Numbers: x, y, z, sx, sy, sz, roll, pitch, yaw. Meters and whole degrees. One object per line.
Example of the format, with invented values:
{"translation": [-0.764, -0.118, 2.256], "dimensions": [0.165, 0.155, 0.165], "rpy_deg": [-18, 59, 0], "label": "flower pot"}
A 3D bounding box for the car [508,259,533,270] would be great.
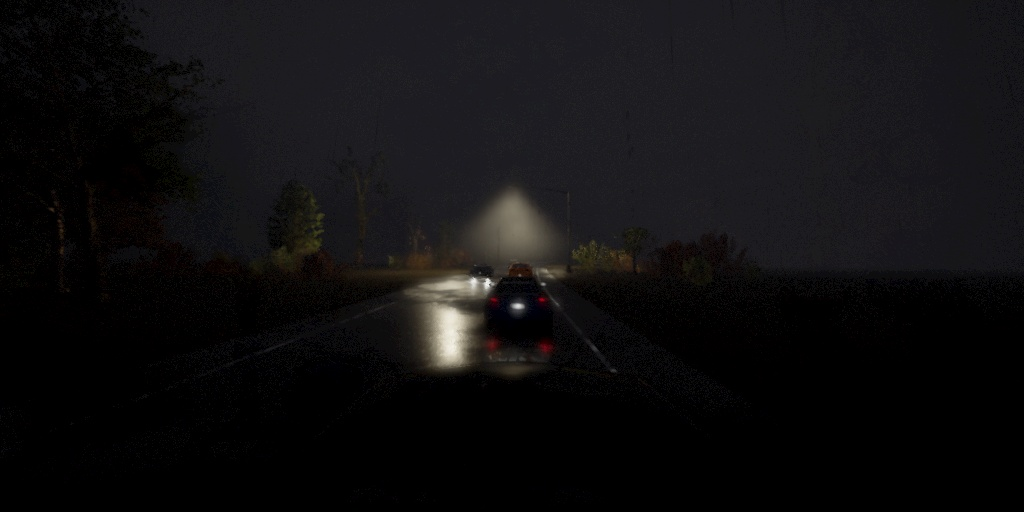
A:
{"translation": [0.696, 1.279, 29.251], "dimensions": [1.882, 1.535, 5.008], "rpy_deg": [0, 0, 2], "label": "car"}

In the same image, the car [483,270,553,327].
{"translation": [0.201, 1.335, 11.631], "dimensions": [1.994, 1.385, 4.181], "rpy_deg": [0, 0, 1], "label": "car"}

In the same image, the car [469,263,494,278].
{"translation": [-2.787, 1.373, 34.102], "dimensions": [1.994, 1.385, 4.181], "rpy_deg": [0, 0, 3], "label": "car"}
